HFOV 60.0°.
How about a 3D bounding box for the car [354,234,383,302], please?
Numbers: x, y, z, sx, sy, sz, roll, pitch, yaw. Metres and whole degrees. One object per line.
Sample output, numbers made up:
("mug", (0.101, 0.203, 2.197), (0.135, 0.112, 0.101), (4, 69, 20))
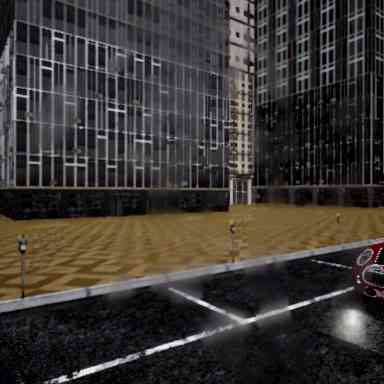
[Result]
("car", (5.580, 1.355, 7.344), (4.553, 1.767, 2.097), (0, 0, -35))

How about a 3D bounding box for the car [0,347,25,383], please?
("car", (-2.902, 1.562, 1.314), (4.181, 1.385, 1.994), (0, 0, -36))
